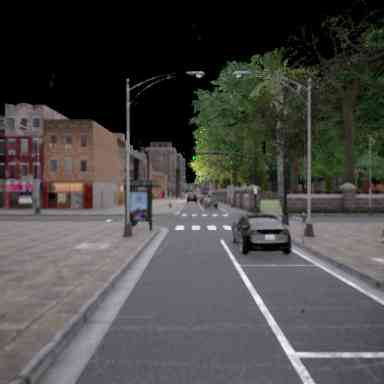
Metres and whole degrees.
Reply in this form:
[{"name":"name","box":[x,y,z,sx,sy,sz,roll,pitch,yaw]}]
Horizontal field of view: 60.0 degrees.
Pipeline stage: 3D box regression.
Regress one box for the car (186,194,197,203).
[{"name":"car","box":[0.010,1.361,70.375,2.150,2.045,5.566,0,0,0]}]

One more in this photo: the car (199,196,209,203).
[{"name":"car","box":[2.631,1.599,73.037,1.967,1.590,4.097,-1,0,0]}]

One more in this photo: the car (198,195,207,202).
[{"name":"car","box":[2.632,1.662,83.937,1.967,1.590,4.097,-1,0,0]}]

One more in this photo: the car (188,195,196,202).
[{"name":"car","box":[0.011,1.535,80.764,1.837,1.490,4.892,0,0,0]}]

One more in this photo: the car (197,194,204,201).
[{"name":"car","box":[2.628,1.420,62.136,2.192,1.841,5.009,-1,0,0]}]

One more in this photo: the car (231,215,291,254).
[{"name":"car","box":[2.630,1.559,13.271,1.947,1.339,4.313,-1,0,0]}]

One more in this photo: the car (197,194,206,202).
[{"name":"car","box":[2.630,1.573,89.389,2.192,1.841,5.009,-1,0,0]}]

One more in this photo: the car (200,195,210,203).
[{"name":"car","box":[2.632,1.586,51.405,1.752,1.417,4.829,-1,0,0]}]

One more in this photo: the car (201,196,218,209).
[{"name":"car","box":[2.632,1.593,45.785,2.008,1.369,4.403,-1,0,0]}]

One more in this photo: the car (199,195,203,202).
[{"name":"car","box":[2.632,1.631,56.686,2.008,1.369,4.403,-1,0,0]}]
